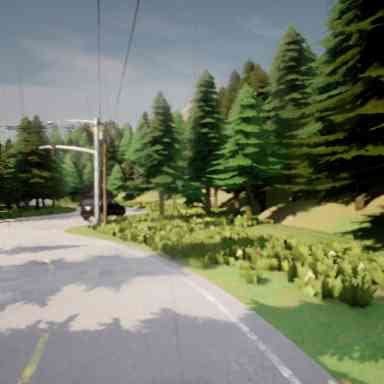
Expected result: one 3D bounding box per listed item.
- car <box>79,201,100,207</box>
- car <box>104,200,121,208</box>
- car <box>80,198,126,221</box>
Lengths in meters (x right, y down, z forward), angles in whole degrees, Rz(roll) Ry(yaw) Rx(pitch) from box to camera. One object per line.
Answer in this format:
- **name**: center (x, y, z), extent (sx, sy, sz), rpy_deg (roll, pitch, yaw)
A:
- **car**: center (-21.968, 2.532, 71.184), extent (4.718, 1.301, 1.895), rpy_deg (-1, -1, 38)
- **car**: center (-15.229, 2.303, 63.367), extent (1.812, 1.442, 4.674), rpy_deg (0, -1, -31)
- **car**: center (-8.404, 1.609, 31.892), extent (2.150, 2.045, 5.566), rpy_deg (-1, -1, 16)
